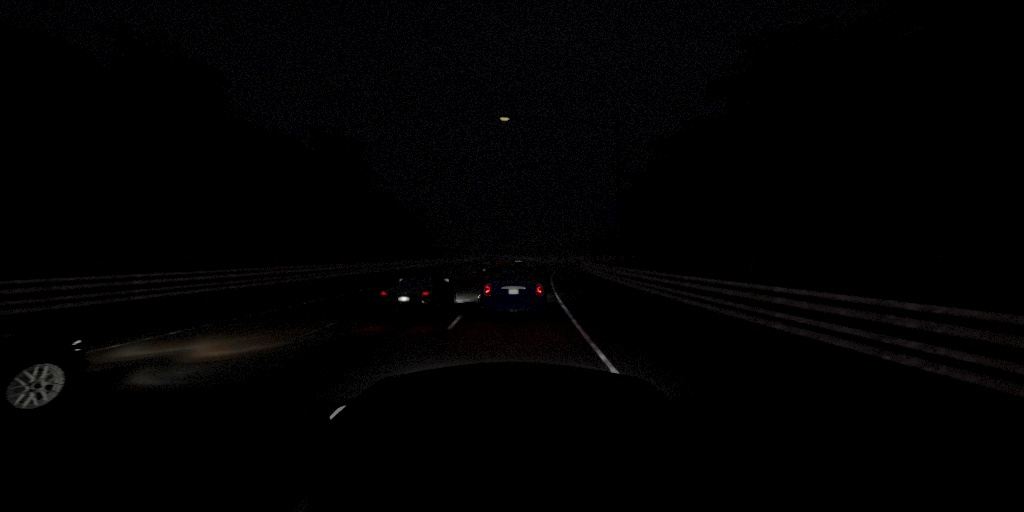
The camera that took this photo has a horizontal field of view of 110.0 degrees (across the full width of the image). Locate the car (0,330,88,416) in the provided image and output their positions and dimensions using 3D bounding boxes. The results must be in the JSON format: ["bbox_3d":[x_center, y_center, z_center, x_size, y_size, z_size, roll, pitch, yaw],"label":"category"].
[{"bbox_3d":[-6.919,1.221,2.921,1.882,1.535,5.008,0,0,0],"label":"car"}]

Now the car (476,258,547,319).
[{"bbox_3d":[0.070,1.094,12.946,2.097,1.767,4.553,0,0,1],"label":"car"}]

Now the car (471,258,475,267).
[{"bbox_3d":[-5.686,1.107,60.139,2.128,1.511,4.902,0,0,1],"label":"car"}]

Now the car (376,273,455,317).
[{"bbox_3d":[-3.329,1.303,13.116,1.994,1.385,4.181,0,0,1],"label":"car"}]

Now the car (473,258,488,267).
[{"bbox_3d":[-2.762,1.201,38.904,1.812,1.442,4.674,0,0,2],"label":"car"}]
